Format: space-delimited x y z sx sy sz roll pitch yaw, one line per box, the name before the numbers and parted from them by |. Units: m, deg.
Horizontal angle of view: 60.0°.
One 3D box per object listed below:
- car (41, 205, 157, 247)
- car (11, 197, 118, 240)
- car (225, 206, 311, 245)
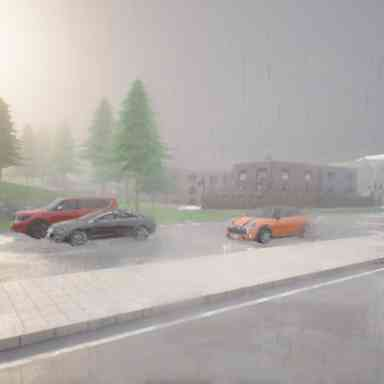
car | -3.971 1.551 15.280 4.902 1.511 2.128 1 0 -35
car | -6.494 1.275 17.782 5.566 2.045 2.150 1 0 -35
car | 3.833 1.489 16.528 4.553 1.767 2.097 1 0 -35
